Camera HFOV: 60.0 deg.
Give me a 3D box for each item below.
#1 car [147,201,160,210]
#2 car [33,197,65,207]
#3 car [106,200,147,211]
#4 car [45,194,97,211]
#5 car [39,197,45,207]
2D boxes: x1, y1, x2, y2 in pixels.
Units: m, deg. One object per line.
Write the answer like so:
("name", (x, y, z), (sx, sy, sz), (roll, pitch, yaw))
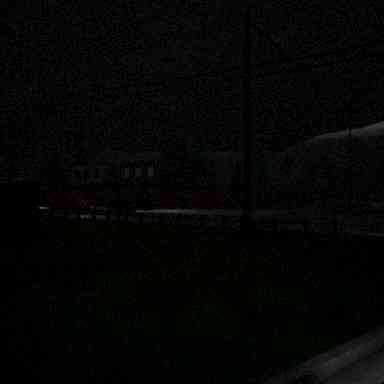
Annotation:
("car", (-6.553, 1.655, 44.173), (4.718, 1.301, 1.895), (0, 0, 29))
("car", (-22.942, 1.523, 53.339), (4.902, 1.511, 2.128), (0, 0, 29))
("car", (-8.331, 1.646, 41.156), (4.718, 1.301, 1.895), (0, 0, 29))
("car", (-12.728, 1.248, 35.596), (5.566, 2.045, 2.150), (0, 0, 29))
("car", (-24.898, 1.515, 50.419), (4.902, 1.511, 2.128), (0, 0, 29))
